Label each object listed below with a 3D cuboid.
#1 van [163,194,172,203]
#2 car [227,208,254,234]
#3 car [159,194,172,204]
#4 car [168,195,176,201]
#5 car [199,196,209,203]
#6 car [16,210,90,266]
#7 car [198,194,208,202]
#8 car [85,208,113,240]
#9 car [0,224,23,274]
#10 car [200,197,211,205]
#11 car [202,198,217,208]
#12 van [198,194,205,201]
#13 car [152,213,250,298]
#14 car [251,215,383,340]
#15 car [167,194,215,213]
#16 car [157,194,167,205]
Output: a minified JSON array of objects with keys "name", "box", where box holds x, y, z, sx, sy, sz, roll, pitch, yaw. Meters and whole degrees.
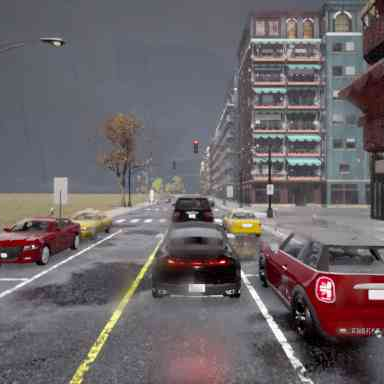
[{"name":"van","box":[-5.355,1.361,72.284,1.690,1.788,3.998,1,0,0]},{"name":"car","box":[2.562,1.529,17.791,1.752,1.417,4.829,1,0,0]},{"name":"car","box":[-5.350,1.333,66.630,2.192,1.841,5.009,1,0,0]},{"name":"car","box":[-5.369,1.607,89.246,1.802,1.307,4.206,1,0,0]},{"name":"car","box":[2.523,1.585,72.780,1.947,1.339,4.313,1,0,0]},{"name":"car","box":[-5.314,1.547,11.653,1.887,1.381,4.507,1,0,0]},{"name":"car","box":[2.521,1.337,78.441,2.192,1.841,5.009,1,0,0]},{"name":"car","box":[-5.318,1.529,17.019,1.752,1.417,4.829,1,0,0]},{"name":"car","box":[-5.311,1.552,6.116,2.008,1.369,4.403,1,0,0]},{"name":"car","box":[2.530,1.598,61.458,1.802,1.307,4.206,1,0,0]},{"name":"car","box":[2.539,1.564,50.136,2.008,1.369,4.403,1,0,0]},{"name":"van","box":[2.513,1.367,89.763,1.690,1.788,3.998,1,0,0]},{"name":"car","box":[0.093,1.507,8.491,1.837,1.490,4.892,0,0,0]},{"name":"car","box":[2.571,1.441,6.532,1.967,1.590,4.097,1,0,0]},{"name":"car","box":[0.068,1.226,18.345,2.150,2.045,5.566,0,0,1]},{"name":"car","box":[-5.348,1.456,60.975,1.967,1.590,4.097,1,0,0]}]
